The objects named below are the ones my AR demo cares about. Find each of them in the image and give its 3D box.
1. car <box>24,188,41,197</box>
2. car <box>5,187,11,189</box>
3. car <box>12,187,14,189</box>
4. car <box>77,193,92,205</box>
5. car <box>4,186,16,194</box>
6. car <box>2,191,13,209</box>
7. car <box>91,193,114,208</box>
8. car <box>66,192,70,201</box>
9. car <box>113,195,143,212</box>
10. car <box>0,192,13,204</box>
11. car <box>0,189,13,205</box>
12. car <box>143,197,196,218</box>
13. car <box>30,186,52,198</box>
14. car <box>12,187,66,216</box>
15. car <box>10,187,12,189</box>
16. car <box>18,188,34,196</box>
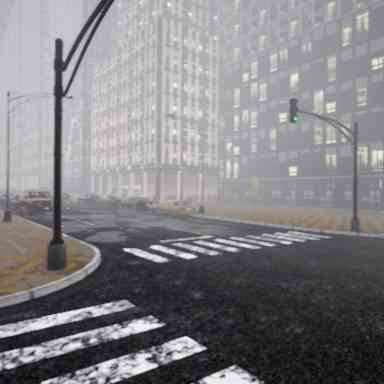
[{"bbox_3d":[-29.480,0.114,61.434,1.752,1.417,4.829,2,0,-38],"label":"car"},{"bbox_3d":[-39.780,-0.363,74.561,1.967,1.590,4.097,2,0,-38],"label":"car"},{"bbox_3d":[-19.693,0.504,39.727,1.882,1.535,5.008,1,1,-38],"label":"car"},{"bbox_3d":[-12.031,0.822,39.198,1.947,1.339,4.313,2,0,-38],"label":"car"},{"bbox_3d":[-43.248,-0.494,78.981,1.967,1.590,4.097,2,0,-38],"label":"car"},{"bbox_3d":[-15.147,0.890,29.596,1.947,1.339,4.313,2,0,-38],"label":"car"},{"bbox_3d":[-8.561,0.971,34.778,1.802,1.307,4.206,2,0,-38],"label":"car"},{"bbox_3d":[-18.968,0.556,48.039,1.947,1.339,4.313,2,0,-38],"label":"car"},{"bbox_3d":[-5.092,1.088,30.358,1.947,1.339,4.313,2,0,-38],"label":"car"},{"bbox_3d":[-22.084,0.640,38.435,1.802,1.307,4.206,2,0,-38],"label":"car"},{"bbox_3d":[-18.614,0.736,34.015,1.887,1.381,4.507,2,0,-38],"label":"car"},{"bbox_3d":[-1.660,1.177,26.128,1.752,1.417,4.829,2,0,-38],"label":"car"},{"bbox_3d":[-25.898,0.040,56.879,2.192,1.841,5.009,2,0,-38],"label":"car"},{"bbox_3d":[-11.669,0.772,25.176,2.192,1.841,5.009,2,0,-38],"label":"car"},{"bbox_3d":[-36.314,-0.126,70.141,1.887,1.381,4.507,2,0,-38],"label":"car"},{"bbox_3d":[-32.844,0.012,65.720,2.008,1.369,4.403,2,0,-38],"label":"car"}]
